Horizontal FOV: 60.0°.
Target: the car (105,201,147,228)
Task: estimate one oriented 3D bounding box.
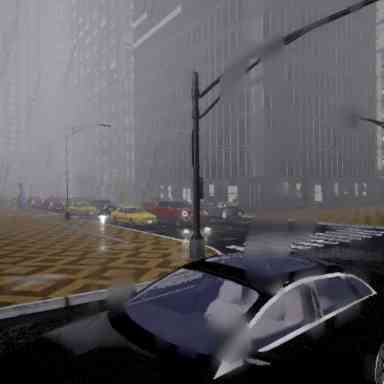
[{"bbox_3d":[-4.055,1.551,22.813,1.752,1.417,4.829,-1,1,-36],"label":"car"}]

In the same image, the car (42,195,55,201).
[{"bbox_3d":[-33.453,1.331,77.384,1.752,1.417,4.829,-1,1,-36],"label":"car"}]

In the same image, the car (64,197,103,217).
[{"bbox_3d":[-10.490,1.533,31.877,1.752,1.417,4.829,-1,1,-36],"label":"car"}]

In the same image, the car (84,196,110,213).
[{"bbox_3d":[-9.346,1.469,34.613,1.837,1.490,4.892,-1,2,-36],"label":"car"}]

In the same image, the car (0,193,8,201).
[{"bbox_3d":[-46.241,1.449,81.666,1.887,1.381,4.507,-1,1,-36],"label":"car"}]

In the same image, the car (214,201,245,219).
[{"bbox_3d":[2.452,1.455,27.704,2.008,1.369,4.403,-1,1,-36],"label":"car"}]

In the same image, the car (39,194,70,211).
[{"bbox_3d":[-17.032,1.429,41.068,1.967,1.590,4.097,-1,1,-36],"label":"car"}]

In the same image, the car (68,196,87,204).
[{"bbox_3d":[-20.372,1.388,59.204,1.887,1.381,4.507,-1,1,-36],"label":"car"}]

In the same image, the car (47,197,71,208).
[{"bbox_3d":[-19.727,1.497,49.207,2.033,1.411,5.357,-1,1,-36],"label":"car"}]

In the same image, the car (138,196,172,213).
[{"bbox_3d":[-4.099,1.328,36.684,1.967,1.590,4.097,-1,1,-36],"label":"car"}]

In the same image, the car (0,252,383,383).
[{"bbox_3d":[0.485,1.490,3.465,4.902,1.511,2.128,0,0,-38],"label":"car"}]

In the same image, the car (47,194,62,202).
[{"bbox_3d":[-30.109,1.256,72.735,1.967,1.590,4.097,-1,1,-36],"label":"car"}]

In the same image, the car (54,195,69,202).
[{"bbox_3d":[-26.862,1.407,68.225,1.802,1.307,4.206,-1,1,-36],"label":"car"}]

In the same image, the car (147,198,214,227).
[{"bbox_3d":[-0.904,1.341,22.869,2.097,1.767,4.553,-1,1,-36],"label":"car"}]

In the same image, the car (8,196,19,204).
[{"bbox_3d":[-33.259,1.494,63.623,2.008,1.369,4.403,-1,1,-36],"label":"car"}]

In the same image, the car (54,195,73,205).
[{"bbox_3d":[-22.418,1.358,57.838,1.882,1.535,5.008,-1,1,-35],"label":"car"}]

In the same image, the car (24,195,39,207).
[{"bbox_3d":[-23.523,1.411,50.090,1.967,1.590,4.097,-1,1,-36],"label":"car"}]

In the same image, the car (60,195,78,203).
[{"bbox_3d":[-23.617,1.385,63.714,2.008,1.369,4.403,-1,1,-36],"label":"car"}]

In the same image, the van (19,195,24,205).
[{"bbox_3d":[-26.770,1.303,54.600,1.690,1.788,3.998,-1,1,-36],"label":"van"}]
